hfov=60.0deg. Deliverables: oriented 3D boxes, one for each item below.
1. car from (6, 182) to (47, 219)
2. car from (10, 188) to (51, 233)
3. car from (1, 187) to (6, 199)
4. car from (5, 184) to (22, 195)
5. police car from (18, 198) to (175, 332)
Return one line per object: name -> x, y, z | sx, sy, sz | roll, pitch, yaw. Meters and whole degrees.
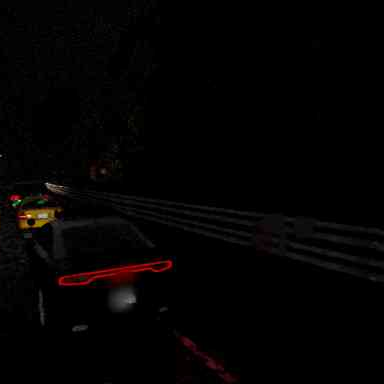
car -> -9.935, 0.401, 20.285 | 2.150, 2.045, 5.566 | -2, 3, -29
car -> -7.117, 0.827, 15.269 | 1.801, 1.575, 5.366 | -2, 3, -29
car -> -20.759, 0.019, 38.223 | 1.812, 1.442, 4.674 | -2, 3, -27
car -> -26.752, -0.393, 49.892 | 1.994, 1.385, 4.181 | -2, 3, -26
police car -> -2.167, 1.133, 6.637 | 1.930, 1.638, 5.238 | -2, 3, -30
